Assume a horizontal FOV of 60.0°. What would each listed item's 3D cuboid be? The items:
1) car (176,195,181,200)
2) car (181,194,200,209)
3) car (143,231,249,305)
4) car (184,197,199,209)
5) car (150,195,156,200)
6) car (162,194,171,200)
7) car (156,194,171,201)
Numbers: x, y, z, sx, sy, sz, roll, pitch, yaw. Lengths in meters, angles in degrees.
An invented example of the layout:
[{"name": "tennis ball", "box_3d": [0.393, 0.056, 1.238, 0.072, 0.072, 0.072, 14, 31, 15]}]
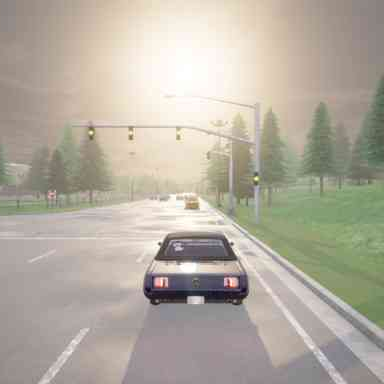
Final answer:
[{"name": "car", "box_3d": [-3.370, 1.553, 91.149, 1.994, 1.385, 4.181, 0, 0, 0]}, {"name": "car", "box_3d": [-0.089, 1.098, 46.142, 1.882, 1.535, 5.008, -3, 16, -4]}, {"name": "car", "box_3d": [0.090, 1.601, 8.024, 1.895, 1.301, 4.718, 0, 0, 0]}, {"name": "car", "box_3d": [-0.035, 1.577, 49.692, 2.033, 1.411, 5.357, 0, 1, 2]}, {"name": "car", "box_3d": [-10.370, 1.540, 91.159, 2.033, 1.411, 5.357, 0, 0, 0]}, {"name": "car", "box_3d": [-6.871, 1.372, 90.741, 2.033, 1.411, 5.357, 0, 0, 0]}, {"name": "car", "box_3d": [-6.886, 1.531, 80.321, 2.033, 1.411, 5.357, 0, 0, 0]}]
